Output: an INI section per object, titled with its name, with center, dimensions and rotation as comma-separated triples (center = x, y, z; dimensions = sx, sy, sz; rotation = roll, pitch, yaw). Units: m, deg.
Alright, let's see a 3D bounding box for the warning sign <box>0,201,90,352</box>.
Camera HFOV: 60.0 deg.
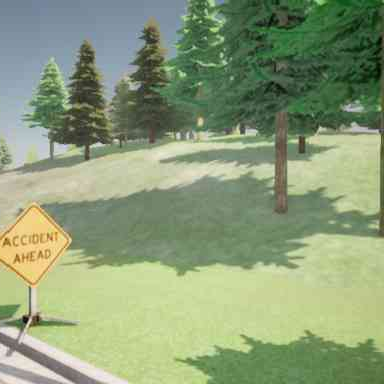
[warning sign]
center = -2.421, 1.088, 5.043
dimensions = 1.060, 1.860, 1.300
rotation = 0, 0, 36
